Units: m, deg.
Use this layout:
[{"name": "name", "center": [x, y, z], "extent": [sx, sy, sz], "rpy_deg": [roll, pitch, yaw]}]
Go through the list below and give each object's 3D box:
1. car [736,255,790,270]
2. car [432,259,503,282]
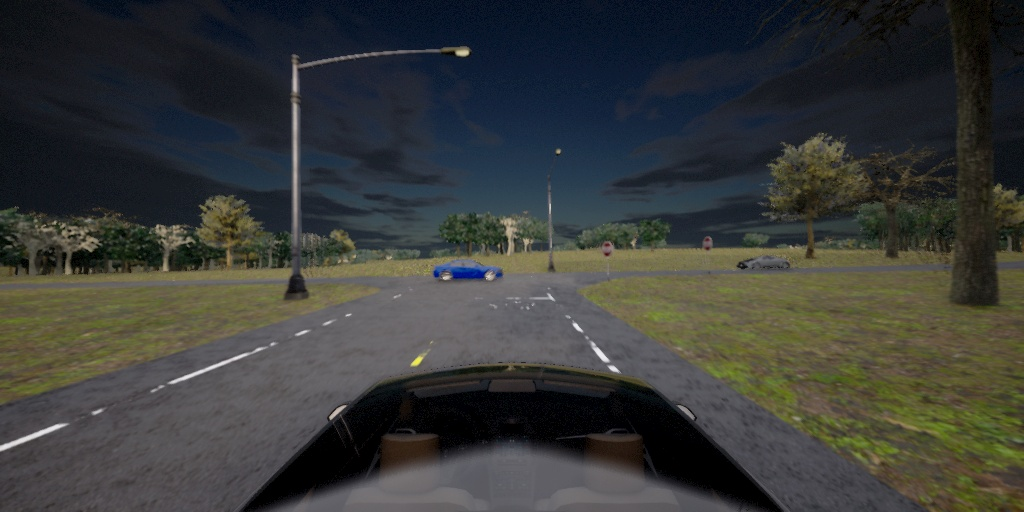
[{"name": "car", "center": [23.196, 0.624, 33.200], "extent": [4.181, 1.385, 1.994], "rpy_deg": [-2, -2, -1]}, {"name": "car", "center": [-3.152, 1.002, 25.764], "extent": [5.008, 1.535, 1.882], "rpy_deg": [0, 0, 0]}]
